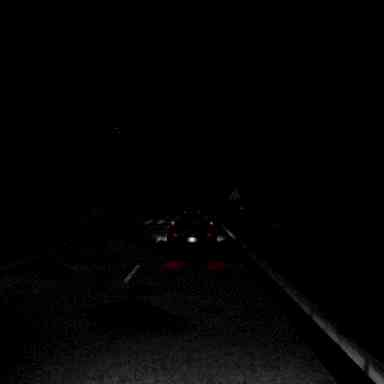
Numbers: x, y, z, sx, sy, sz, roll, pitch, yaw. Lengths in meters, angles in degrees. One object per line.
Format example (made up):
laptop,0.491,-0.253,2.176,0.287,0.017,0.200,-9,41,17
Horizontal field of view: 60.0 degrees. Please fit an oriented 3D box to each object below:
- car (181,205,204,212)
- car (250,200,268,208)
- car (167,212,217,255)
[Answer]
car,0.011,1.917,29.318,2.128,1.511,4.902,0,-1,0
car,13.955,2.435,68.718,2.097,1.767,4.553,-2,-2,43
car,0.005,1.761,14.299,1.994,1.385,4.181,0,-1,0
